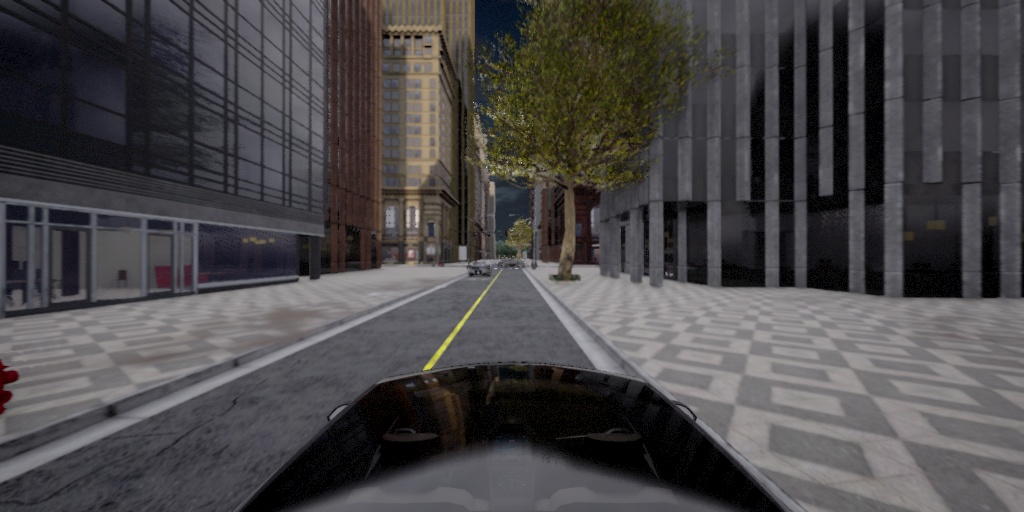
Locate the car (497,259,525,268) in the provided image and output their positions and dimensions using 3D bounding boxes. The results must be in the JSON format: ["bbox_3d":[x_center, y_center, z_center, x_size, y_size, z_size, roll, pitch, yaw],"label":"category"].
[{"bbox_3d":[-0.102,1.340,62.517,4.892,1.490,1.837,0,0,0],"label":"car"}]

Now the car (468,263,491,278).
[{"bbox_3d":[-3.085,1.337,34.887,1.994,1.385,4.181,0,0,0],"label":"car"}]
